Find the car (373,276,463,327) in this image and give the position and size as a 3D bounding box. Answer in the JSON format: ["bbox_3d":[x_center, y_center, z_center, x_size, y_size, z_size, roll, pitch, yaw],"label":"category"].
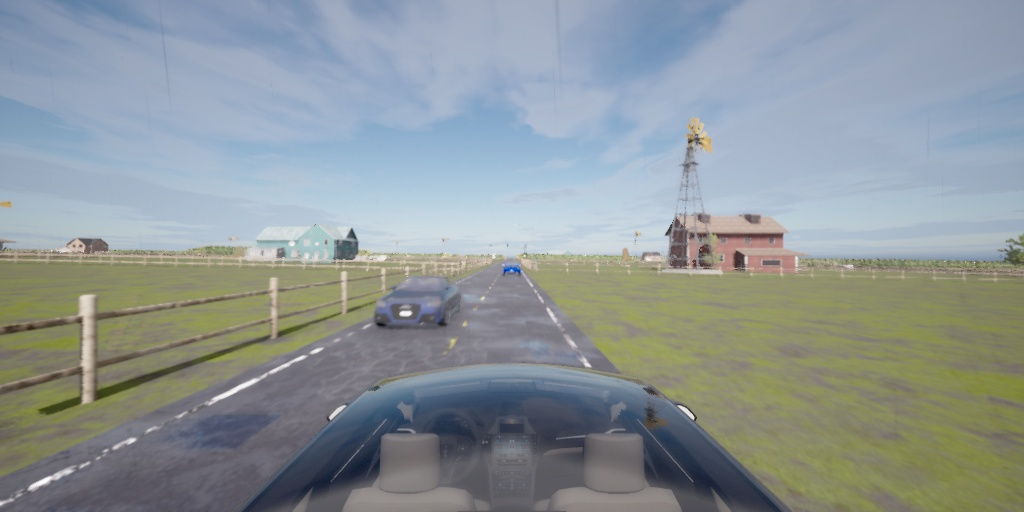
[{"bbox_3d":[-2.791,1.328,11.464,1.994,1.385,4.181,0,0,1],"label":"car"}]

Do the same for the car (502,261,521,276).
[{"bbox_3d":[-0.025,1.285,37.575,1.882,1.535,5.008,0,0,0],"label":"car"}]
